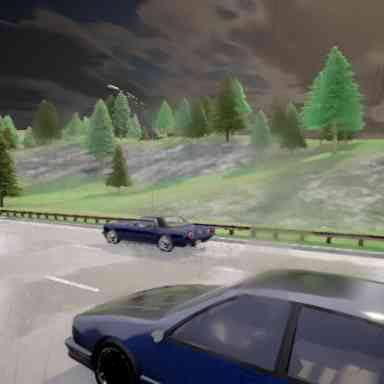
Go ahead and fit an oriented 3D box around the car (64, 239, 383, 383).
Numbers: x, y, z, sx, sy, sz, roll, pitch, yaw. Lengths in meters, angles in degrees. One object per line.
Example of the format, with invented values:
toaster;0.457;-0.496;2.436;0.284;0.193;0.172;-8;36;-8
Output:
car;1.047;1.545;3.247;5.357;1.411;2.033;0;0;36

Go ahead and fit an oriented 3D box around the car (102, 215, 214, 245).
car;-1.553;1.579;13.695;4.718;1.301;1.895;0;0;36
